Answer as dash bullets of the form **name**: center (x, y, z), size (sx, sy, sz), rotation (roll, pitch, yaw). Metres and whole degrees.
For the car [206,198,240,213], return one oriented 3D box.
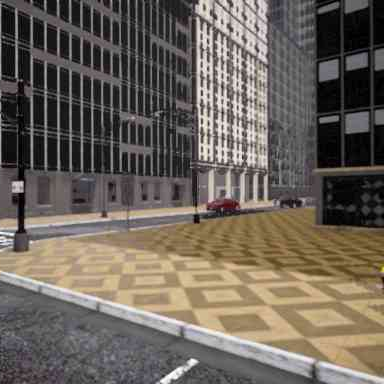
- **car**: center (3.412, 1.413, 36.195), size (1.882, 1.535, 5.008), rotation (0, 0, 37)

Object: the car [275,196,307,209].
- **car**: center (13.206, 1.384, 44.080), size (1.837, 1.490, 4.892), rotation (0, 0, 37)

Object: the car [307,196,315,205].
- **car**: center (19.400, 1.394, 52.461), size (2.033, 1.411, 5.357), rotation (0, 0, 37)
